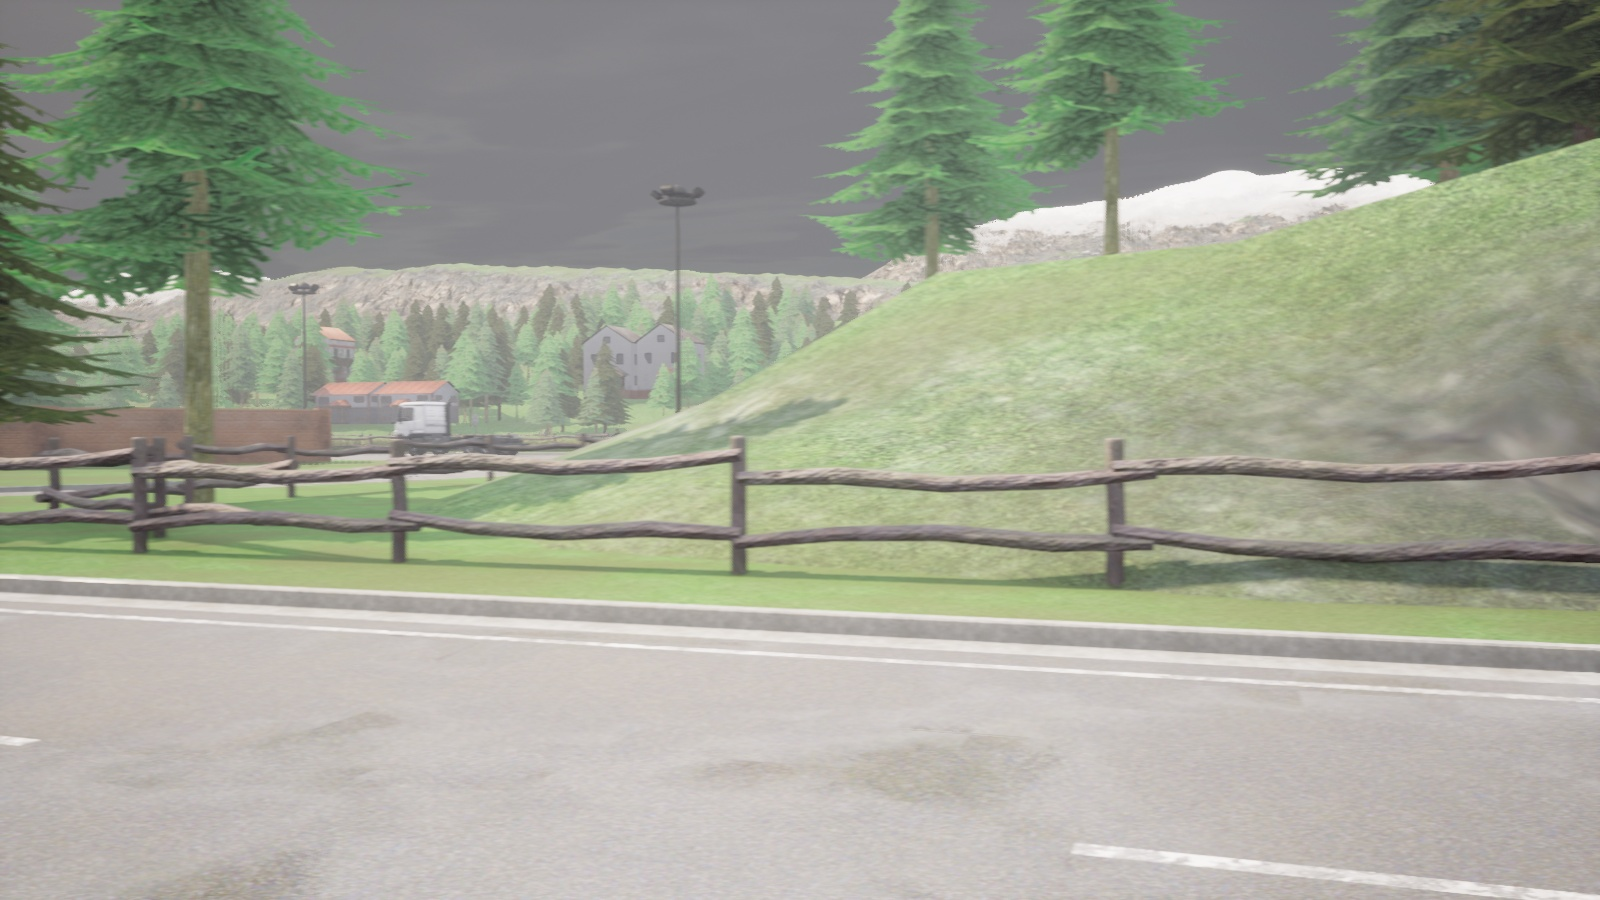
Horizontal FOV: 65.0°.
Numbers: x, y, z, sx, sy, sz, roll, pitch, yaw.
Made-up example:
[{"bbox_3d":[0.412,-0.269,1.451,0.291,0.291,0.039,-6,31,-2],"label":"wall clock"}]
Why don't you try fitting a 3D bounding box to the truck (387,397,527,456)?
[{"bbox_3d":[-20.825,-1.453,76.308,7.936,3.462,2.891,1,1,19],"label":"truck"}]
